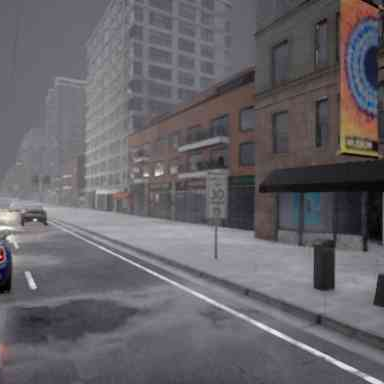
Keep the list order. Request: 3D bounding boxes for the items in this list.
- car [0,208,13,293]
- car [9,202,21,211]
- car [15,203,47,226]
[{"bbox_3d":[-5.979,1.461,8.731,2.097,1.767,4.553,1,-1,-31],"label":"car"},{"bbox_3d":[-24.643,2.142,46.657,1.812,1.442,4.674,1,-2,-31],"label":"car"},{"bbox_3d":[-12.872,1.874,26.759,1.837,1.490,4.892,1,-2,-31],"label":"car"}]
